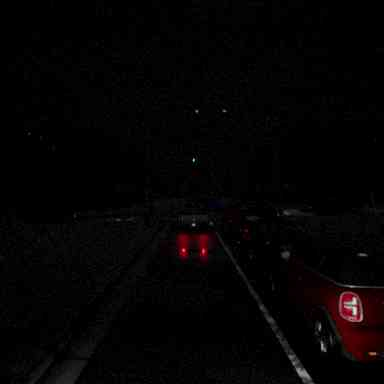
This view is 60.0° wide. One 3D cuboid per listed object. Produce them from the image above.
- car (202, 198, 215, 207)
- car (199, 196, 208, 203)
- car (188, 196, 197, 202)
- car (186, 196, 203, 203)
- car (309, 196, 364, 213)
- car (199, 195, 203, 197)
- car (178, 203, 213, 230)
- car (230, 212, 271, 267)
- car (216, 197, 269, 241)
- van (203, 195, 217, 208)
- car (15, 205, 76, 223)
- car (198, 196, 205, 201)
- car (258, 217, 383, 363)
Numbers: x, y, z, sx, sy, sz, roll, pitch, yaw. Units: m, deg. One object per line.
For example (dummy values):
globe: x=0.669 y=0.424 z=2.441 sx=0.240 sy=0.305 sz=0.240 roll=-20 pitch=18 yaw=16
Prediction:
car: x=2.633 y=1.681 z=53.890 sx=1.802 sy=1.307 sz=4.206 roll=-1 pitch=0 yaw=0
car: x=2.633 y=1.715 z=75.516 sx=1.887 sy=1.381 sz=4.507 roll=-1 pitch=0 yaw=0
car: x=0.007 y=1.719 z=81.540 sx=2.128 sy=1.511 sz=4.902 roll=0 pitch=0 yaw=0
car: x=0.105 y=1.643 z=46.464 sx=1.994 sy=1.385 sz=4.181 roll=0 pitch=0 yaw=0
car: x=13.573 y=1.153 z=31.415 sx=4.892 sy=1.490 sz=1.837 roll=-1 pitch=1 yaw=0
car: x=2.629 y=1.399 z=48.485 sx=2.192 sy=1.841 sz=5.009 roll=-1 pitch=0 yaw=0
car: x=0.103 y=1.628 z=21.517 sx=1.895 sy=1.301 sz=4.718 roll=0 pitch=0 yaw=0
car: x=2.630 y=1.578 z=11.314 sx=1.947 sy=1.339 sz=4.313 roll=-1 pitch=0 yaw=0
car: x=2.627 y=1.335 z=16.717 sx=2.192 sy=1.841 sz=5.009 roll=-1 pitch=0 yaw=0
van: x=2.629 y=1.412 z=43.079 sx=1.690 sy=1.788 sz=3.998 roll=-1 pitch=0 yaw=0
car: x=-12.459 y=1.847 z=28.456 sx=4.902 sy=1.511 sz=2.128 roll=-2 pitch=1 yaw=1
car: x=2.634 y=1.803 z=91.736 sx=1.947 sy=1.339 sz=4.313 roll=-1 pitch=0 yaw=0
car: x=2.628 y=1.446 z=5.912 sx=1.967 sy=1.590 sz=4.097 roll=-1 pitch=0 yaw=0
